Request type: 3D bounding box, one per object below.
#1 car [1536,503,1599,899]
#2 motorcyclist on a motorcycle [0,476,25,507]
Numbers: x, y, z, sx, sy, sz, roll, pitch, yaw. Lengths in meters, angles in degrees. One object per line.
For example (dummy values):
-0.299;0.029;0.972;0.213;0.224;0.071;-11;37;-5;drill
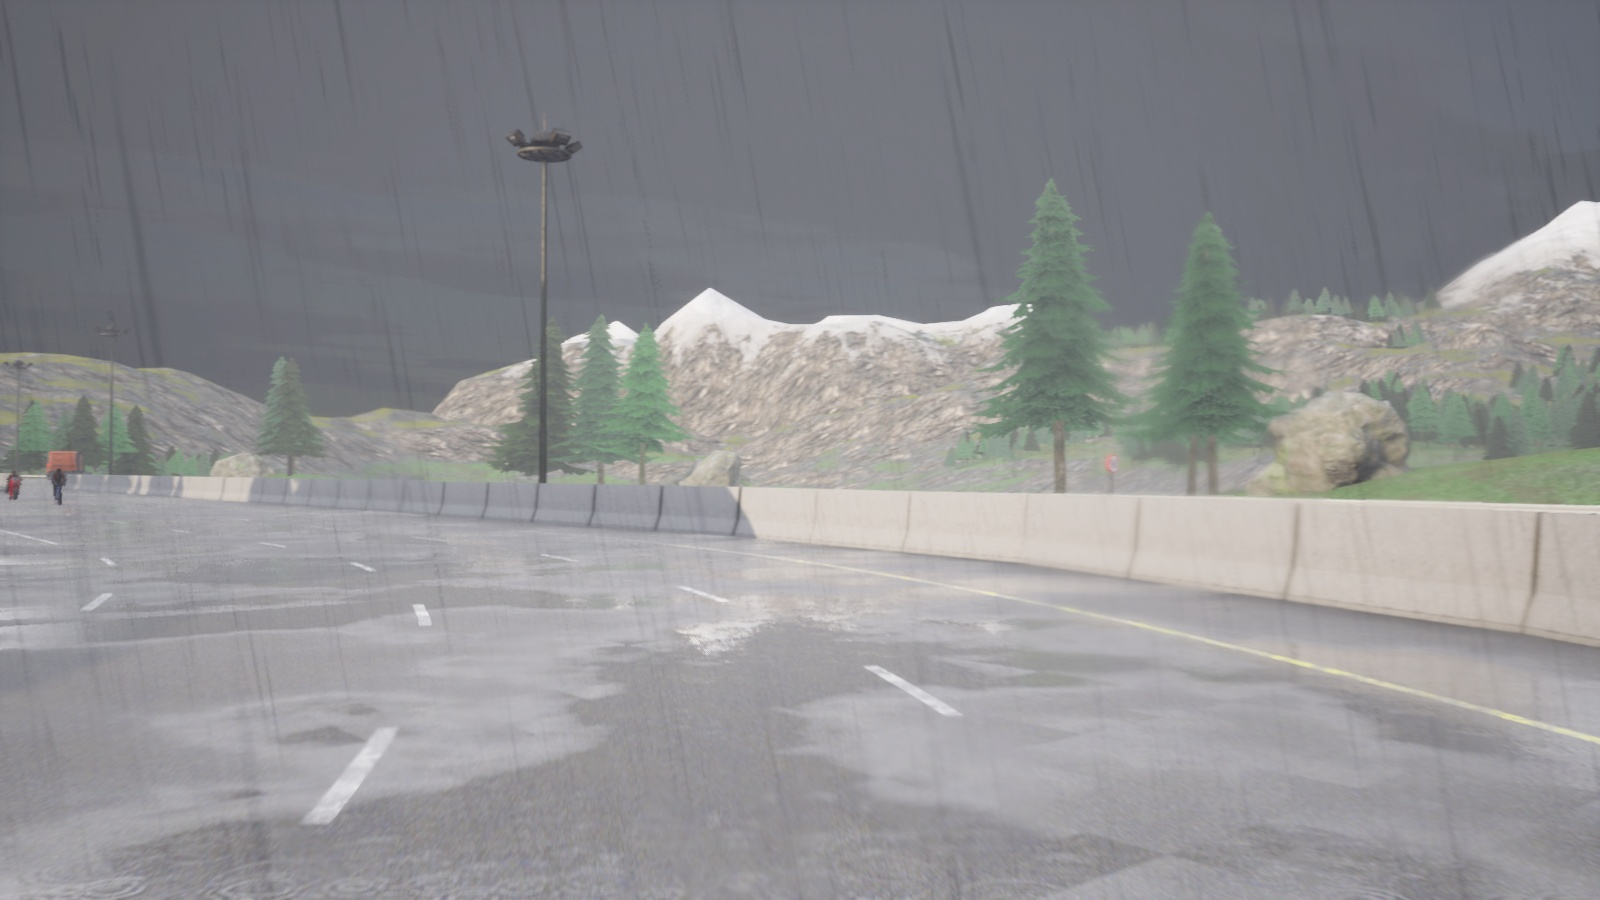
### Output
3.466;0.853;1.823;1.812;1.442;4.674;0;-1;-4;car
-39.478;2.083;62.942;0.797;1.523;2.044;0;-1;-40;motorcyclist on a motorcycle
